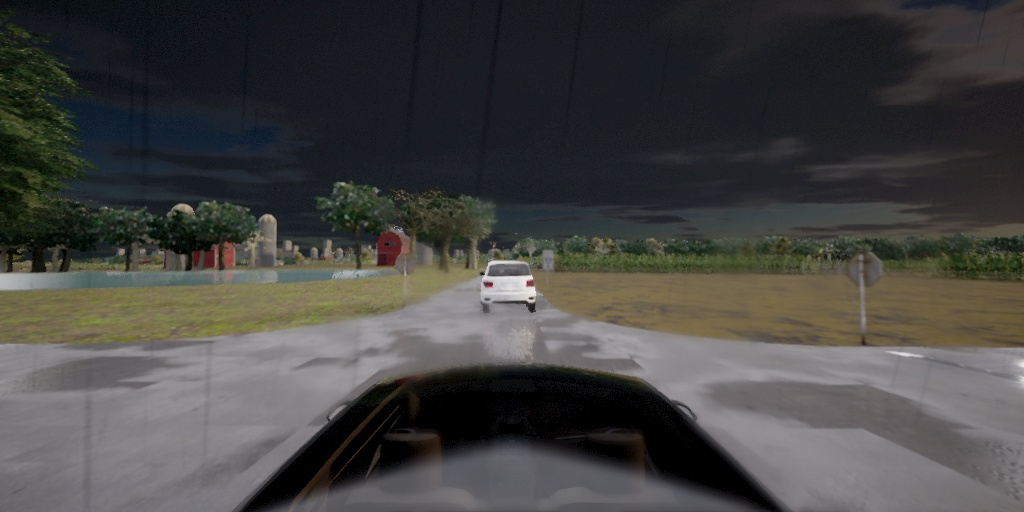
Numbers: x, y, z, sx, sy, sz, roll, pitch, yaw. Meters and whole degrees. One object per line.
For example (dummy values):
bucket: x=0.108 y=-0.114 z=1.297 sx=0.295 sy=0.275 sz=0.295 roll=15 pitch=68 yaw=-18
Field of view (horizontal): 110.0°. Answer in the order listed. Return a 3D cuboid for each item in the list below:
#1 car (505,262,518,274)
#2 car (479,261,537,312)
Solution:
car: x=-0.022 y=2.018 z=61.971 sx=2.150 sy=2.045 sz=5.566 roll=0 pitch=-1 yaw=0
car: x=-0.238 y=1.241 z=15.920 sx=2.150 sy=2.045 sz=5.566 roll=-1 pitch=-1 yaw=-4
